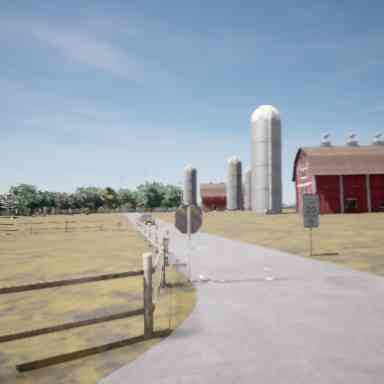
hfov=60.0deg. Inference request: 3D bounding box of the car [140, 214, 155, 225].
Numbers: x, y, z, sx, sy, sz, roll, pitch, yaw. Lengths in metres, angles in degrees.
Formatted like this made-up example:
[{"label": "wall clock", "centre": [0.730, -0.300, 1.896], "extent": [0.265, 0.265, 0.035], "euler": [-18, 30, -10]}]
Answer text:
[{"label": "car", "centre": [-6.697, 4.061, 49.789], "extent": [2.097, 1.767, 4.553], "euler": [1, -3, -12]}]
